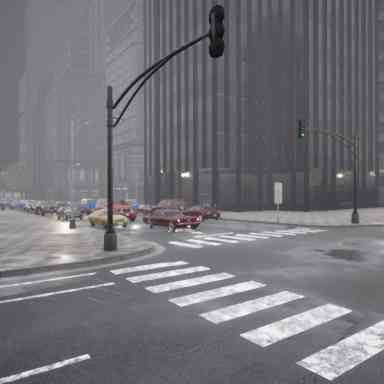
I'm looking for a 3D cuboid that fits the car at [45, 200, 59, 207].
[{"bbox_3d":[-31.649,2.593,74.980,1.947,1.339,4.313,-1,0,-35],"label":"car"}]

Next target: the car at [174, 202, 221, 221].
[{"bbox_3d":[0.646,1.828,29.486,1.887,1.381,4.507,-1,0,-35],"label":"car"}]

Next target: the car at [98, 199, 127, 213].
[{"bbox_3d":[-11.118,1.874,46.093,2.192,1.841,5.009,-1,0,-35],"label":"car"}]

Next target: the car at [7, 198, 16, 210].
[{"bbox_3d":[-31.872,2.353,60.561,1.967,1.590,4.097,-1,0,-35],"label":"car"}]

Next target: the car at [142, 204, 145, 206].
[{"bbox_3d":[-5.232,2.003,37.789,1.802,1.307,4.206,-1,0,-35],"label":"car"}]

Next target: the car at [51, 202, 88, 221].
[{"bbox_3d":[-11.969,2.003,32.527,2.008,1.369,4.403,-1,0,-35],"label":"car"}]

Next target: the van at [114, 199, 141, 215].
[{"bbox_3d":[-8.178,1.831,41.941,1.690,1.788,3.998,-1,0,-35],"label":"van"}]

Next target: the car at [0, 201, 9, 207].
[{"bbox_3d":[-44.319,2.770,78.102,1.802,1.307,4.206,-1,0,-35],"label":"car"}]

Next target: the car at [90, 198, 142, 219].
[{"bbox_3d":[-7.011,1.598,30.161,2.150,2.045,5.566,0,-1,-35],"label":"car"}]

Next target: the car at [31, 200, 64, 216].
[{"bbox_3d":[-17.631,1.900,40.495,2.192,1.841,5.009,-1,0,-35],"label":"car"}]

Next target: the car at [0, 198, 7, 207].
[{"bbox_3d":[-41.208,2.665,73.717,1.887,1.381,4.507,-1,0,-35],"label":"car"}]

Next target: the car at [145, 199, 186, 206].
[{"bbox_3d":[-2.299,1.667,33.638,2.192,1.841,5.009,-1,0,-35],"label":"car"}]

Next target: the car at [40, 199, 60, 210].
[{"bbox_3d":[-22.059,1.906,51.527,1.812,1.442,4.674,0,-1,-35],"label":"car"}]

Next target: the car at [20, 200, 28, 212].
[{"bbox_3d":[-23.284,2.156,48.463,1.967,1.590,4.097,-1,0,-35],"label":"car"}]

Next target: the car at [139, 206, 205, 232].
[{"bbox_3d":[-1.458,1.846,22.337,1.895,1.301,4.718,0,-1,-35],"label":"car"}]

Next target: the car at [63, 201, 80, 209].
[{"bbox_3d":[-22.615,2.405,62.253,1.802,1.307,4.206,-1,0,-35],"label":"car"}]

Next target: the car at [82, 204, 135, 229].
[{"bbox_3d":[-6.215,1.843,24.420,1.752,1.417,4.829,-1,0,-35],"label":"car"}]

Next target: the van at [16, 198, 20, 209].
[{"bbox_3d":[-26.114,2.122,52.448,1.690,1.788,3.998,-1,0,-35],"label":"van"}]

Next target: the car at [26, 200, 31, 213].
[{"bbox_3d":[-20.454,2.195,44.480,1.887,1.381,4.507,-1,0,-35],"label":"car"}]

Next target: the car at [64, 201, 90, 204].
[{"bbox_3d":[-13.298,2.071,39.028,2.033,1.411,5.357,0,-1,-35],"label":"car"}]

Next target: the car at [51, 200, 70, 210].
[{"bbox_3d":[-22.977,2.270,58.005,1.882,1.535,5.008,0,-1,-35],"label":"car"}]
